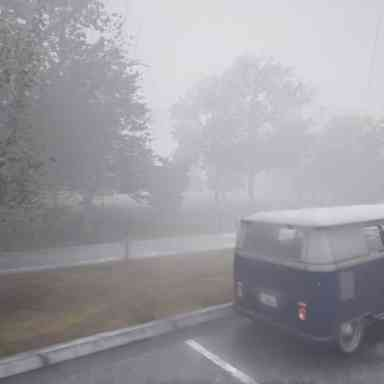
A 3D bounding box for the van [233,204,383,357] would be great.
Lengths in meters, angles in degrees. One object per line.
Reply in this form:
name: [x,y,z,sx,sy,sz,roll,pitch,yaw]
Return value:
van: [2.896,1.254,6.013,4.442,1.987,1.878,-1,0,-34]
